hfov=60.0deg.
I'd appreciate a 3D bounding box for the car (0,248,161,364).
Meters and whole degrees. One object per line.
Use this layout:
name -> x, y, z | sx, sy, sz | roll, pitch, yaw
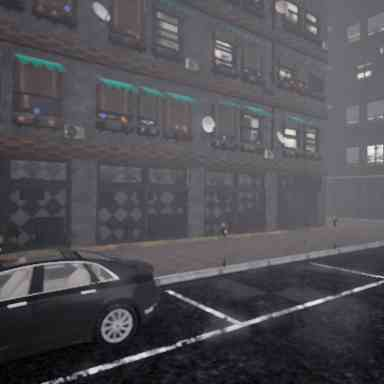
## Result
car -> -2.558, 1.556, 4.732 | 4.403, 1.369, 2.008 | 1, 0, -36
